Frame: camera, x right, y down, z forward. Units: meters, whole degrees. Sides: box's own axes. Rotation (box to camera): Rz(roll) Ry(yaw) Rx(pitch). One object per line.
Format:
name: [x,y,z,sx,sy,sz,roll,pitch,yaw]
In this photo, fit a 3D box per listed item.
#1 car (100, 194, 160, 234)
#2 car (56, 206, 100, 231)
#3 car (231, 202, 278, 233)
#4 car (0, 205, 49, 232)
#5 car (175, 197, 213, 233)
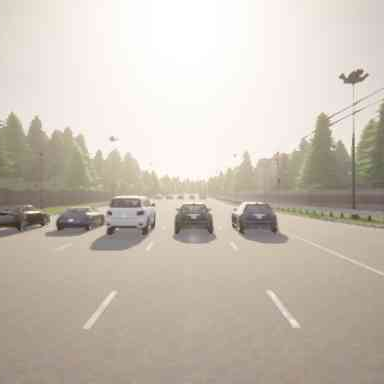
car: [-3.399,1.234,19.340,2.150,2.045,5.566,0,0,0]
car: [-6.900,1.578,20.946,1.994,1.385,4.181,0,0,0]
car: [3.600,1.364,19.893,2.097,1.767,4.553,0,0,0]
car: [-10.400,1.505,20.150,2.128,1.511,4.902,0,0,0]
car: [0.100,1.365,19.892,2.097,1.767,4.553,0,0,0]
